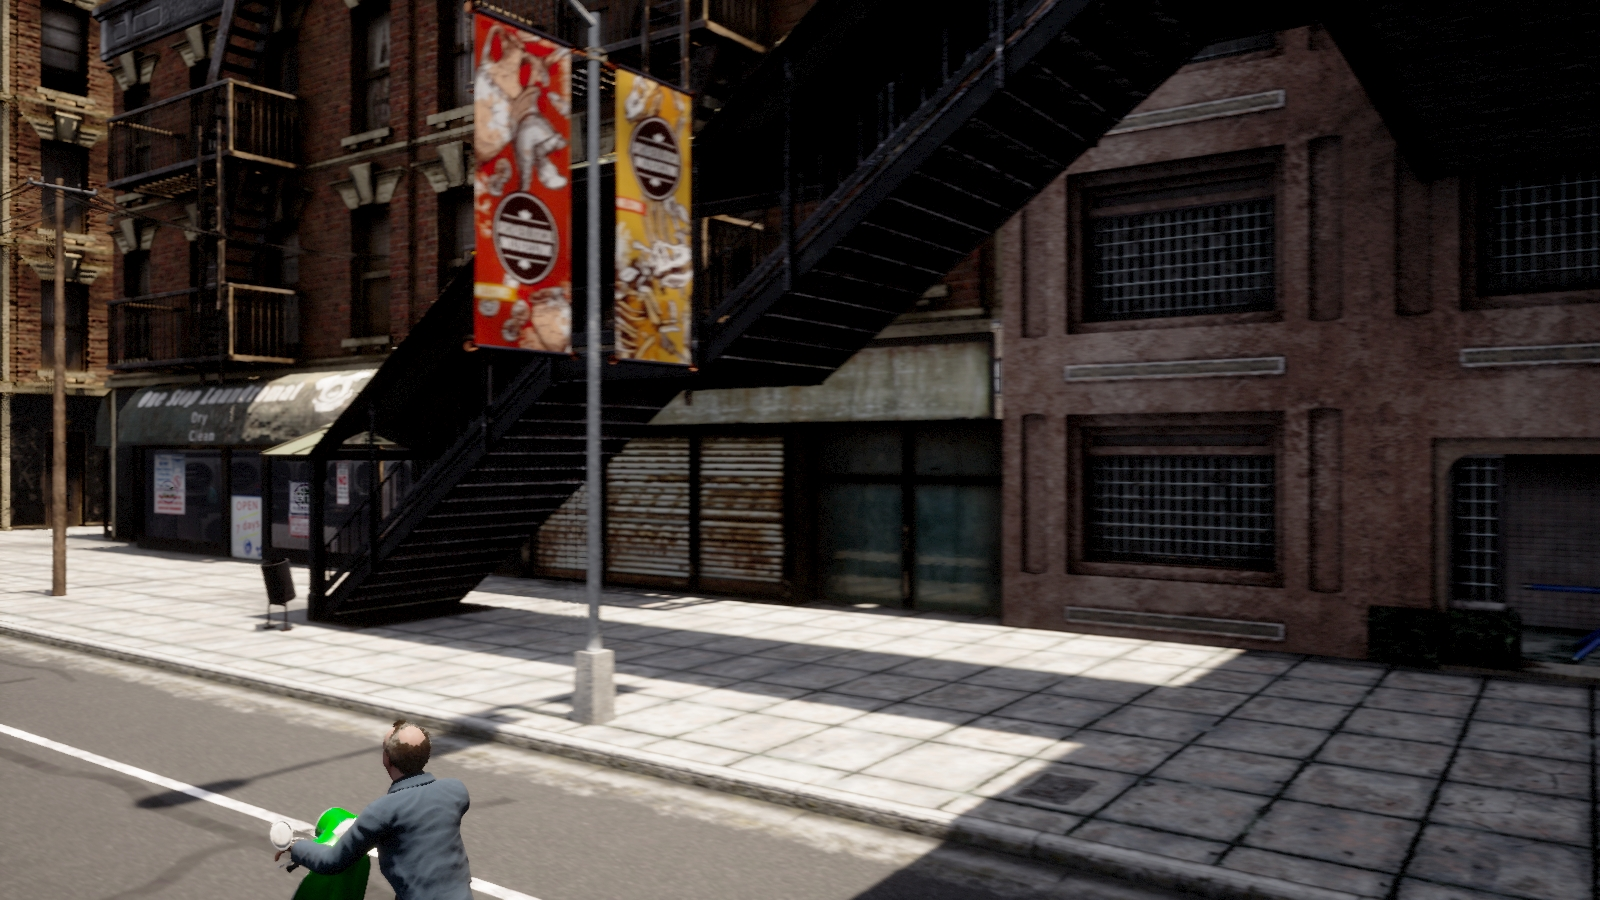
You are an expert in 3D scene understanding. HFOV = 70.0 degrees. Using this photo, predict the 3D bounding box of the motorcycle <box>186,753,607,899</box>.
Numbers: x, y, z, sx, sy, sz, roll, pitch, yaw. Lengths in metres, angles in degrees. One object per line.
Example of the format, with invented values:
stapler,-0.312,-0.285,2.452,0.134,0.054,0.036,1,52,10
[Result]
motorcycle,-1.806,2.182,5.035,1.805,1.236,0.856,0,0,35
